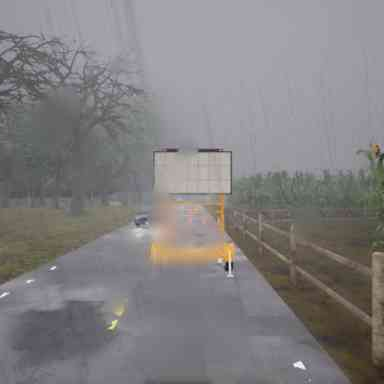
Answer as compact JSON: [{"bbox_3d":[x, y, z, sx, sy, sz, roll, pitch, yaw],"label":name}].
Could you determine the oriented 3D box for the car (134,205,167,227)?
[{"bbox_3d":[-2.799,1.616,23.668,2.033,1.411,5.357,0,0,0],"label":"car"}]

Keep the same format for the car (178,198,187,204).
[{"bbox_3d":[-2.548,2.486,89.667,2.128,1.511,4.902,0,-2,0],"label":"car"}]

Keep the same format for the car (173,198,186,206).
[{"bbox_3d":[-2.647,1.886,64.585,1.882,1.535,5.008,0,-1,1],"label":"car"}]

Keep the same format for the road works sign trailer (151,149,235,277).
[{"bbox_3d":[0.023,0.478,10.272,2.380,3.560,2.880,0,0,0],"label":"road works sign trailer"}]
